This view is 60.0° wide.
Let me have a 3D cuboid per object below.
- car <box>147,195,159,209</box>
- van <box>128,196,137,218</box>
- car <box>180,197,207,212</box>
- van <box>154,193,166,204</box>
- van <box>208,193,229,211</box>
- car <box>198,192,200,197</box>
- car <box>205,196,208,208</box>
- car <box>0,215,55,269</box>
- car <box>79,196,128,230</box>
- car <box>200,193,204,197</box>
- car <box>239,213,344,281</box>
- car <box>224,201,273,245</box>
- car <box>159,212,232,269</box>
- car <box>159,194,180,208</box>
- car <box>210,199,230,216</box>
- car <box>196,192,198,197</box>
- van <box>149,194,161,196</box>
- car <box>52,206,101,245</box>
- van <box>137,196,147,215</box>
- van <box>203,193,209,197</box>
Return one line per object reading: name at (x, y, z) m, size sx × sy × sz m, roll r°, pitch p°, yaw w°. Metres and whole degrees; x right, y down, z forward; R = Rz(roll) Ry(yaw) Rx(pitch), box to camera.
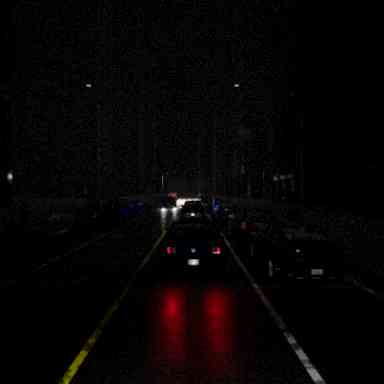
car at (-5.767, 1.463, 43.582) m, size 1.802 × 1.307 × 4.206 m, roll 0°, pitch 0°, yaw 0°
van at (-5.766, 1.267, 26.549) m, size 1.690 × 1.788 × 3.998 m, roll 0°, pitch 0°, yaw 0°
car at (0.070, 1.429, 27.566) m, size 1.837 × 1.490 × 4.892 m, roll 0°, pitch 1°, yaw 0°
van at (-5.769, 1.181, 60.613) m, size 1.690 × 1.788 × 3.998 m, roll 0°, pitch 0°, yaw 0°
van at (2.758, 1.251, 32.237) m, size 1.690 × 1.788 × 3.998 m, roll 0°, pitch 0°, yaw 0°
car at (2.755, 1.142, 66.302) m, size 2.192 × 1.841 × 5.009 m, roll 0°, pitch 0°, yaw 0°
car at (2.758, 1.440, 37.915) m, size 1.887 × 1.381 × 4.507 m, roll 0°, pitch 0°, yaw 0°
car at (-5.764, 1.555, 9.517) m, size 1.802 × 1.307 × 4.206 m, roll 0°, pitch 0°, yaw 0°
car at (-5.766, 1.256, 20.871) m, size 2.192 × 1.841 × 5.009 m, roll 0°, pitch 0°, yaw 0°
car at (2.756, 1.294, 54.947) m, size 1.967 × 1.590 × 4.097 m, roll 0°, pitch 0°, yaw 0°
car at (2.761, 1.523, 9.526) m, size 2.008 × 1.369 × 4.403 m, roll 0°, pitch 0°, yaw 0°
car at (2.760, 1.397, 15.203) m, size 1.967 × 1.590 × 4.097 m, roll 0°, pitch 0°, yaw 0°
car at (0.062, 1.569, 11.056) m, size 1.895 × 1.301 × 4.718 m, roll 0°, pitch 0°, yaw 0°
car at (-3.091, 1.382, 46.135) m, size 1.837 × 1.490 × 4.892 m, roll 0°, pitch 0°, yaw 0°
car at (2.759, 1.476, 26.560) m, size 2.008 × 1.369 × 4.403 m, roll 0°, pitch 0°, yaw 0°
car at (2.753, 1.318, 93.275) m, size 2.008 × 1.369 × 4.403 m, roll 0°, pitch 0°, yaw 0°
van at (-5.768, 1.209, 49.259) m, size 1.690 × 1.788 × 3.998 m, roll 0°, pitch 0°, yaw 0°
car at (-5.765, 1.539, 15.195) m, size 1.802 × 1.307 × 4.206 m, roll 0°, pitch 0°, yaw 0°
van at (-5.767, 1.252, 32.226) m, size 1.690 × 1.788 × 3.998 m, roll 0°, pitch 0°, yaw 0°
van at (2.757, 1.222, 43.591) m, size 1.690 × 1.788 × 3.998 m, roll 0°, pitch 0°, yaw 0°
